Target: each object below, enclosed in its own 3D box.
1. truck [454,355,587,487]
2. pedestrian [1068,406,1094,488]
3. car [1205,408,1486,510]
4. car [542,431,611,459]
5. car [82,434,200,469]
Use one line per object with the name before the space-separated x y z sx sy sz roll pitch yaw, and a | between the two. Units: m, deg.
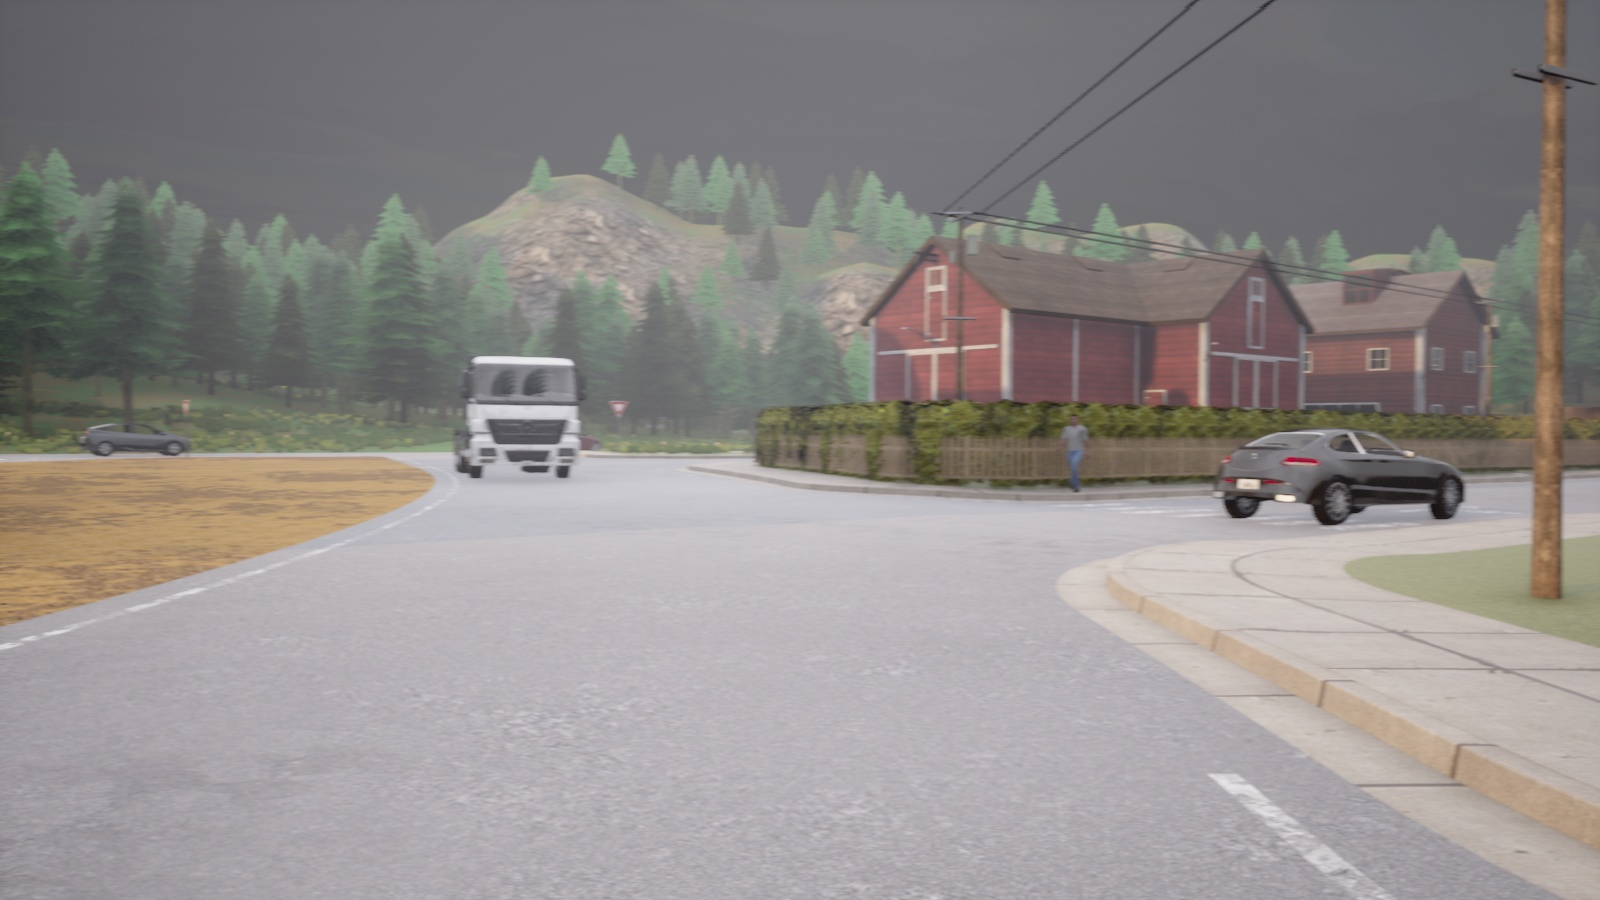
truck | -8.474 -0.833 37.294 2.891 3.462 7.936 -1 1 -19
pedestrian | 6.331 -0.073 28.324 0.354 1.836 0.706 0 1 31
car | 9.851 0.097 22.566 5.027 1.651 2.152 -1 1 -32
car | -12.715 -0.287 71.484 1.845 1.501 3.633 0 0 34
car | -30.380 0.034 57.920 4.514 1.525 2.007 -1 1 -38
